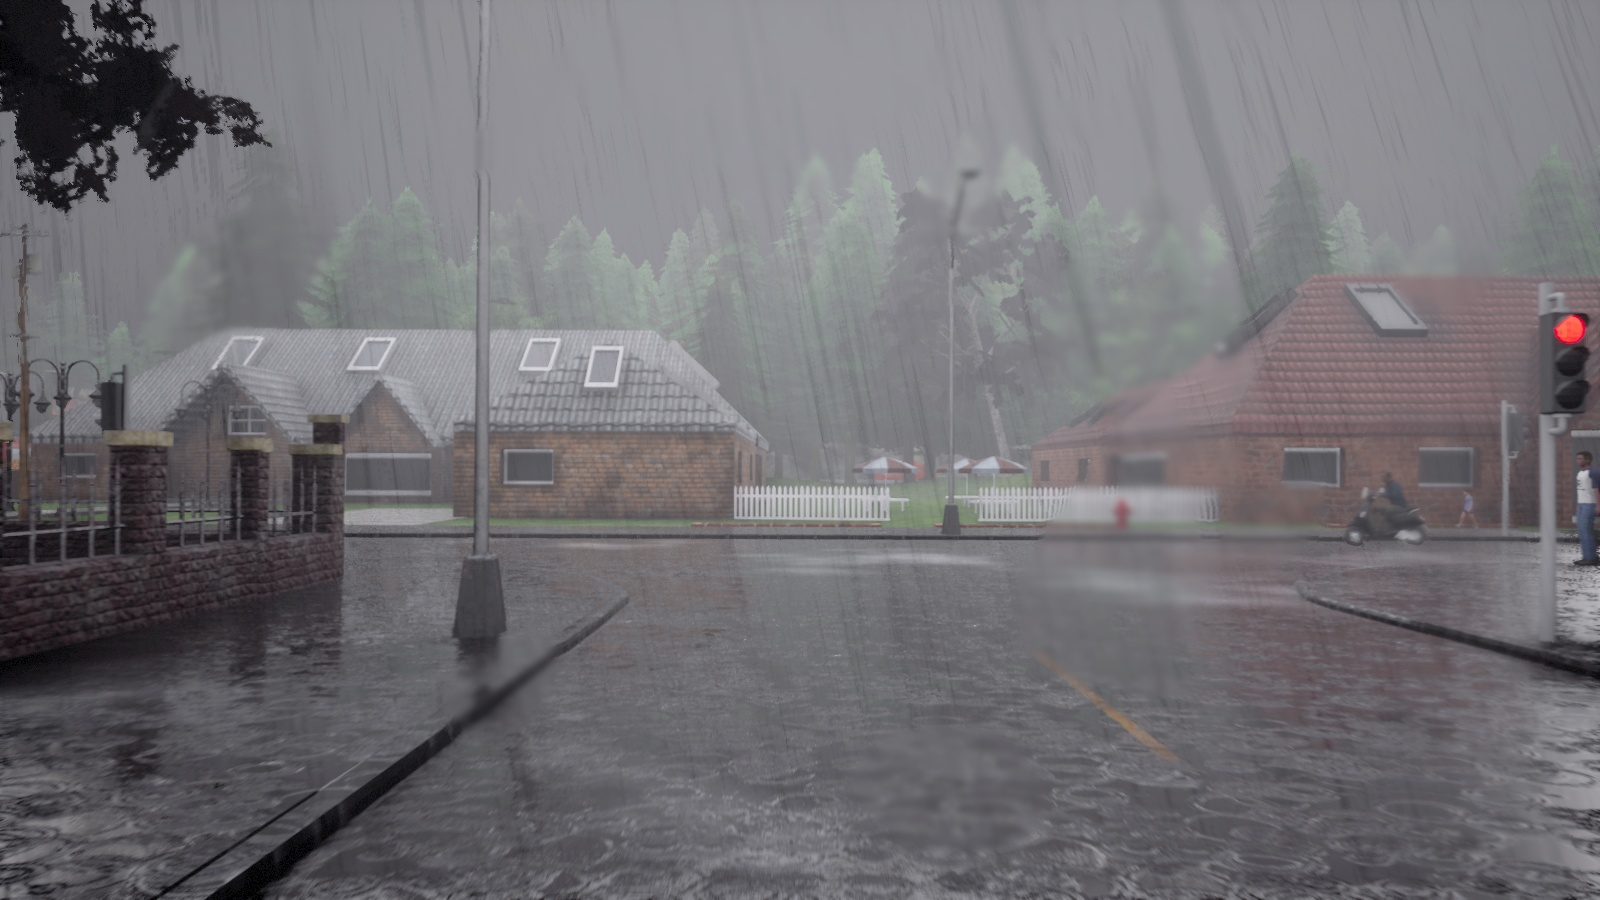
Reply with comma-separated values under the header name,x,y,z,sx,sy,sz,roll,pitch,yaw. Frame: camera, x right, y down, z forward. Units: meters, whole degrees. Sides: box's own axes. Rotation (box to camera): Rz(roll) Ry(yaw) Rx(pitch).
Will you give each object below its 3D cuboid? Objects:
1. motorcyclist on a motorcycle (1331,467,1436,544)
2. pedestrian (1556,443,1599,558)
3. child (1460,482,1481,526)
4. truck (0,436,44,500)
name,x,y,z,sx,sy,sz,roll,pitch,yaw
motorcyclist on a motorcycle,12.372,1.164,26.674,1.817,1.590,0.866,0,-1,0
pedestrian,12.631,0.811,20.207,0.706,1.836,0.354,0,-1,13
child,16.958,1.367,31.771,0.394,1.110,0.255,0,-1,-1
truck,-49.059,1.099,74.837,2.891,3.827,8.468,0,-1,0
